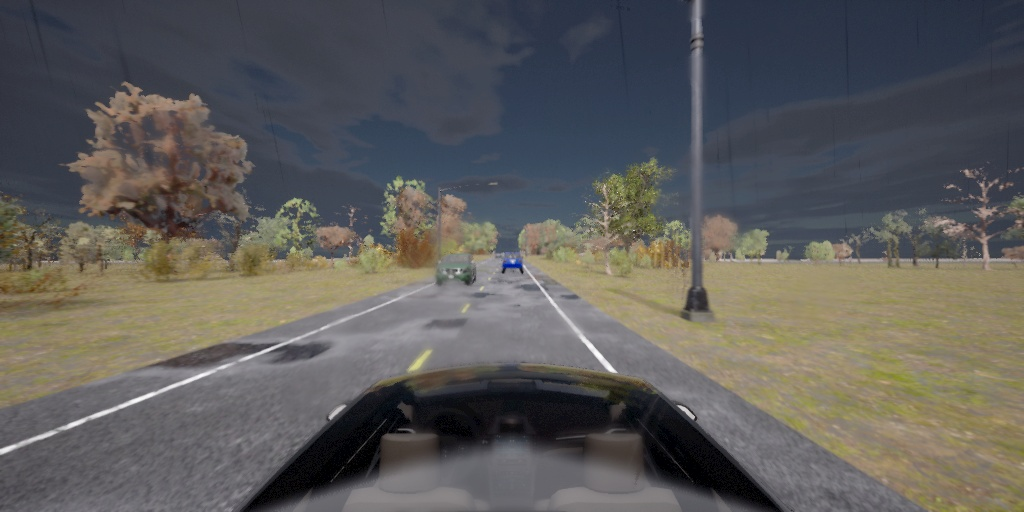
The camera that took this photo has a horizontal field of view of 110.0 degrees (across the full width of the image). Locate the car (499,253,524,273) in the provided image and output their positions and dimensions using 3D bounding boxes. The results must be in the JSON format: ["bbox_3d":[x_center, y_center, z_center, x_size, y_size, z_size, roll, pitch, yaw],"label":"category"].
[{"bbox_3d":[0.063,0.642,38.131,2.150,2.045,5.566,0,1,0],"label":"car"}]

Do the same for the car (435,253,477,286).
[{"bbox_3d":[-3.618,0.846,24.133,2.150,2.045,5.566,0,1,0],"label":"car"}]
